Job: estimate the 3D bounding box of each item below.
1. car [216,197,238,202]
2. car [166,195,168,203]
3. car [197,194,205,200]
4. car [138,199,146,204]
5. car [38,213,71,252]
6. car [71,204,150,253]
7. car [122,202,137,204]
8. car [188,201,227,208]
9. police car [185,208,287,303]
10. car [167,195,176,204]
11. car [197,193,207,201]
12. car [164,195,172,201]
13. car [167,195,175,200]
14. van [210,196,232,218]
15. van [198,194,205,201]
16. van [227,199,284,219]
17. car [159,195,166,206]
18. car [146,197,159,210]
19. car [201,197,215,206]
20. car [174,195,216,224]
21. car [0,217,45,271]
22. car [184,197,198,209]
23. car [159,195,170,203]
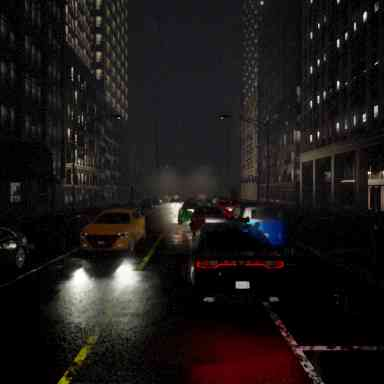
[{"bbox_3d":[2.620,1.309,25.325,2.192,1.841,5.009,-1,0,0],"label":"car"},{"bbox_3d":[-5.853,1.565,65.090,1.802,1.307,4.206,-1,0,0],"label":"car"},{"bbox_3d":[2.458,1.413,93.529,1.967,1.590,4.097,-1,0,0],"label":"car"},{"bbox_3d":[-5.771,1.575,30.989,1.802,1.307,4.206,-1,0,0],"label":"car"},{"bbox_3d":[-5.731,1.563,13.938,1.947,1.339,4.313,-1,0,0],"label":"car"},{"bbox_3d":[-3.134,1.474,13.953,1.882,1.535,5.008,0,0,0],"label":"car"},{"bbox_3d":[-5.759,1.545,25.305,2.008,1.369,4.403,-1,0,0],"label":"car"},{"bbox_3d":[0.856,1.473,18.300,1.882,1.535,5.008,0,0,0],"label":"car"},{"bbox_3d":[0.880,1.423,8.410,1.930,1.638,5.238,0,0,0],"label":"police car"},{"bbox_3d":[-3.155,1.475,64.757,2.128,1.511,4.902,0,0,0],"label":"car"},{"bbox_3d":[2.484,1.293,82.162,2.192,1.841,5.009,-1,0,0],"label":"car"},{"bbox_3d":[-5.894,1.503,81.972,1.752,1.417,4.829,-1,0,0],"label":"car"},{"bbox_3d":[-5.922,1.539,93.509,1.947,1.339,4.313,-1,0,0],"label":"car"},{"bbox_3d":[2.607,1.334,31.009,1.690,1.788,3.998,-1,0,0],"label":"van"},{"bbox_3d":[2.471,1.317,87.845,1.690,1.788,3.998,-1,0,0],"label":"van"},{"bbox_3d":[2.648,1.338,13.958,1.690,1.788,3.998,-1,0,0],"label":"van"},{"bbox_3d":[-5.826,1.537,53.723,2.008,1.369,4.403,-1,0,0],"label":"car"},{"bbox_3d":[-5.799,1.541,42.356,2.008,1.369,4.403,-1,0,0],"label":"car"},{"bbox_3d":[2.555,1.537,53.743,2.008,1.369,4.403,-1,0,0],"label":"car"},{"bbox_3d":[0.325,1.346,24.395,2.097,1.767,4.553,0,0,8],"label":"car"},{"bbox_3d":[-5.717,1.549,8.254,2.008,1.369,4.403,-1,0,0],"label":"car"},{"bbox_3d":[-0.086,1.514,46.325,1.812,1.442,4.674,0,0,0],"label":"car"},{"bbox_3d":[-5.868,1.421,70.774,1.967,1.590,4.097,-1,0,0],"label":"car"}]
